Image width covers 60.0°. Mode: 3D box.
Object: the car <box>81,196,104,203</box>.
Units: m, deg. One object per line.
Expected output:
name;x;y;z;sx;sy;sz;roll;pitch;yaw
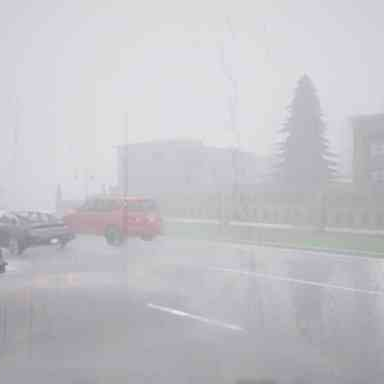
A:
car;-21.995;1.556;73.622;1.812;1.442;4.674;0;0;36

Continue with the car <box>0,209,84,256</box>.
car;-6.752;1.499;13.034;4.902;1.511;2.128;0;0;36

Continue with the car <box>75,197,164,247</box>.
car;-3.811;1.229;15.219;5.566;2.045;2.150;0;0;36

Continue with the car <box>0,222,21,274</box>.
car;-7.014;1.553;8.895;5.357;1.411;2.033;0;0;36
